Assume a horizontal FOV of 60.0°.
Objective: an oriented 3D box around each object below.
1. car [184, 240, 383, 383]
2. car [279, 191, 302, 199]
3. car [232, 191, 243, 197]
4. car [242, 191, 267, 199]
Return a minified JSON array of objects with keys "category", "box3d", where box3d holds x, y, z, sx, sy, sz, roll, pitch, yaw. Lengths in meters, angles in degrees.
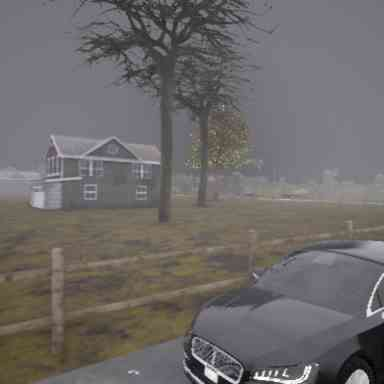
[{"category":"car","box3d":[2.158,1.503,4.607,4.892,1.490,1.837,0,0,-36]},{"category":"car","box3d":[19.645,0.484,66.860,2.097,1.767,4.553,1,0,-36]},{"category":"car","box3d":[11.465,0.427,78.279,1.994,1.385,4.181,1,0,-36]},{"category":"car","box3d":[13.575,0.703,70.605,1.895,1.301,4.718,1,0,-36]}]
